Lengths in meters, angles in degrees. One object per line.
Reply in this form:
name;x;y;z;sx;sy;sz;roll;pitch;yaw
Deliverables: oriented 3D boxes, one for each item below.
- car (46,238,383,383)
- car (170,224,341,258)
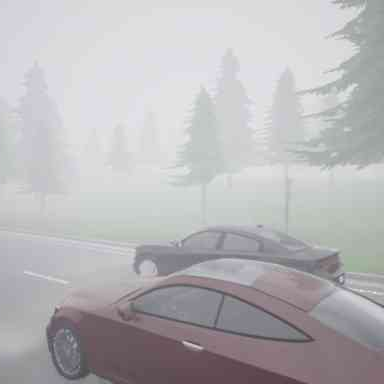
car;0.290;1.525;3.783;4.674;1.442;1.812;0;0;35
car;0.807;1.476;7.714;5.008;1.535;1.882;0;0;35
